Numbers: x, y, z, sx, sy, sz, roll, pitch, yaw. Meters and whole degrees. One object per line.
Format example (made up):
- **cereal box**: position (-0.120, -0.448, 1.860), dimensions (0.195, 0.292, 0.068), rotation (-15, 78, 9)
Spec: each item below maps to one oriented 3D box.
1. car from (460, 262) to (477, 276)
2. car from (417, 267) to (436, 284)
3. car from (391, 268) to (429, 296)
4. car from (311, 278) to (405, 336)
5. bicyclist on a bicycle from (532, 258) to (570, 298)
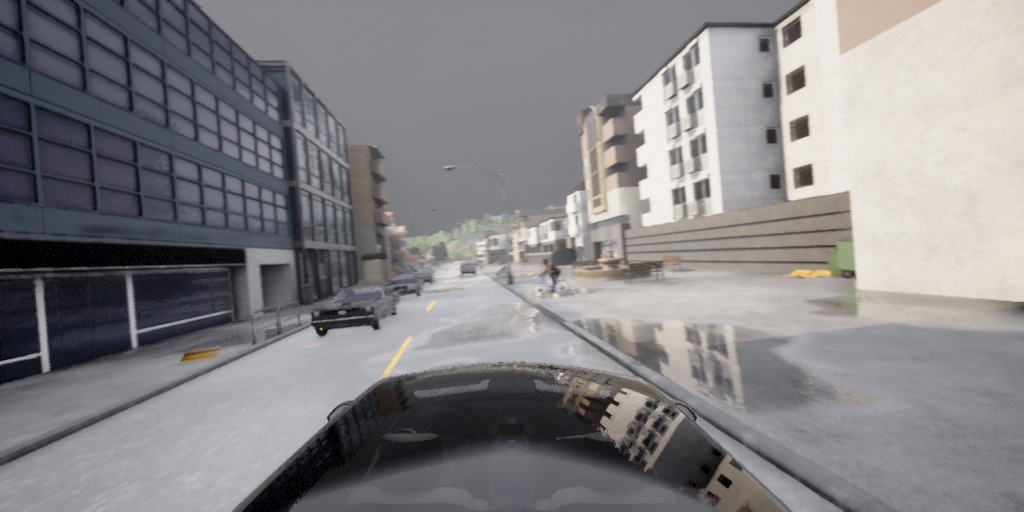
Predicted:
- **car**: position (-5.140, 1.565, 42.203), dimensions (2.033, 1.411, 5.357), rotation (-5, 0, -8)
- **car**: position (-8.032, 1.800, 32.738), dimensions (1.837, 1.490, 4.892), rotation (-5, 0, -8)
- **car**: position (-6.618, 1.781, 22.451), dimensions (1.994, 1.385, 4.181), rotation (-5, 0, -8)
- **car**: position (-5.256, 1.743, 12.641), dimensions (1.895, 1.301, 4.718), rotation (-5, 0, -8)
- **bicyclist on a bicycle**: position (1.592, 0.912, 14.855), dimensions (1.656, 1.620, 0.582), rotation (-5, 0, -8)
